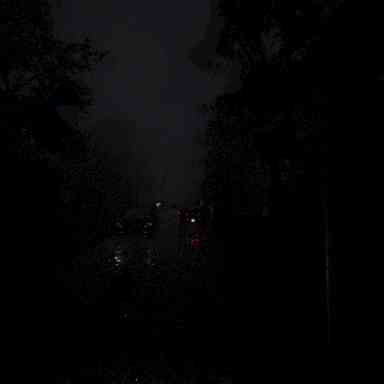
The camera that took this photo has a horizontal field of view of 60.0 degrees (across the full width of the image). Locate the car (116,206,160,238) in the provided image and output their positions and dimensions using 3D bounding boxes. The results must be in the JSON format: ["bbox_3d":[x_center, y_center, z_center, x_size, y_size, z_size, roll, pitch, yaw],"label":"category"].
[{"bbox_3d":[-2.877,1.571,18.502,1.882,1.535,5.008,0,-1,0],"label":"car"}]

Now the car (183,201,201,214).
[{"bbox_3d":[-0.031,1.967,42.722,2.128,1.511,4.902,0,-1,0],"label":"car"}]

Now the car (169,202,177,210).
[{"bbox_3d":[-3.050,2.532,60.066,1.895,1.301,4.718,0,-2,0],"label":"car"}]

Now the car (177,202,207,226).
[{"bbox_3d":[0.056,1.671,24.750,1.837,1.490,4.892,0,0,0],"label":"car"}]
